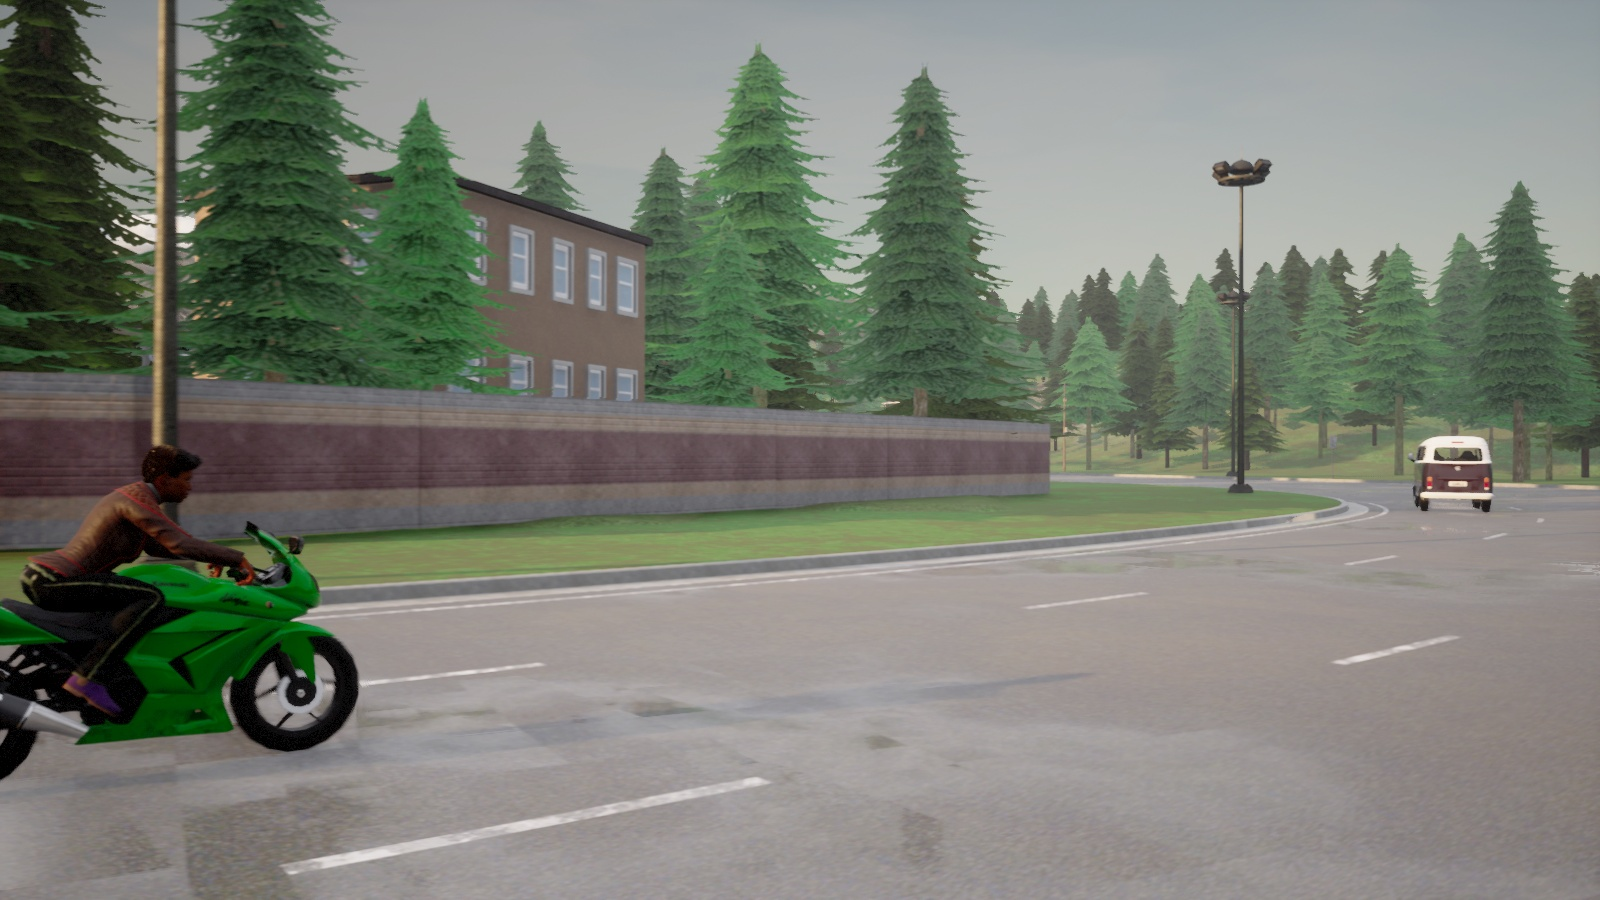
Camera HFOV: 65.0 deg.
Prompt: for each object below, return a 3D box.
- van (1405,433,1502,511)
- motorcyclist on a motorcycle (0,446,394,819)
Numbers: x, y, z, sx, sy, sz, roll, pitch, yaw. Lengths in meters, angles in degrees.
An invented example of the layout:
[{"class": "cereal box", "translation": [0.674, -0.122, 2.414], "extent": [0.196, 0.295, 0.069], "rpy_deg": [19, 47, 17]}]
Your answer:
[{"class": "van", "translation": [18.318, 0.573, 35.382], "extent": [2.069, 2.038, 4.480], "rpy_deg": [0, 0, 23]}, {"class": "motorcyclist on a motorcycle", "translation": [-3.030, 0.751, 5.808], "extent": [2.044, 1.523, 0.797], "rpy_deg": [0, -1, -36]}]
